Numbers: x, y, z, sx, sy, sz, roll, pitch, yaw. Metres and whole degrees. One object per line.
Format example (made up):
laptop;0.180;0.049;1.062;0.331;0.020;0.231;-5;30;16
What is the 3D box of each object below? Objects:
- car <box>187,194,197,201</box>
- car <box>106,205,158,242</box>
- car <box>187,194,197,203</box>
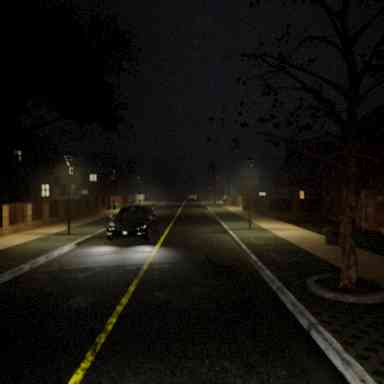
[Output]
car;0.003;1.081;72.627;2.033;1.411;5.357;0;0;0
car;-2.752;1.430;16.078;1.837;1.490;4.892;0;0;0
car;0.003;1.281;62.506;1.895;1.301;4.718;0;0;0
